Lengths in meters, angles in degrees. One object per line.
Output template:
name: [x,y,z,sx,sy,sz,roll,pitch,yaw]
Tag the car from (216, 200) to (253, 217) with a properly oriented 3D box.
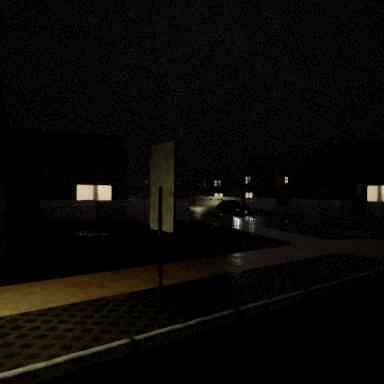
car: [3.897,1.529,31.410,1.837,1.490,4.892,1,0,-21]
